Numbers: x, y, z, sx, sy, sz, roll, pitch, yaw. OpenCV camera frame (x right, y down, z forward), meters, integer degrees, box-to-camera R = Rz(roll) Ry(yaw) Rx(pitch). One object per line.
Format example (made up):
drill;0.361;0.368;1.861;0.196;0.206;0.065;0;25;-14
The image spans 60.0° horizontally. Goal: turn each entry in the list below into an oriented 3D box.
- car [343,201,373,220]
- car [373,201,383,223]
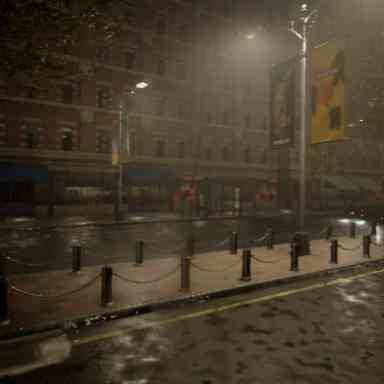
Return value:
car;13.879;1.408;26.294;4.181;1.385;1.994;0;1;-32
car;14.882;1.363;22.792;5.008;1.535;1.882;0;1;-32
